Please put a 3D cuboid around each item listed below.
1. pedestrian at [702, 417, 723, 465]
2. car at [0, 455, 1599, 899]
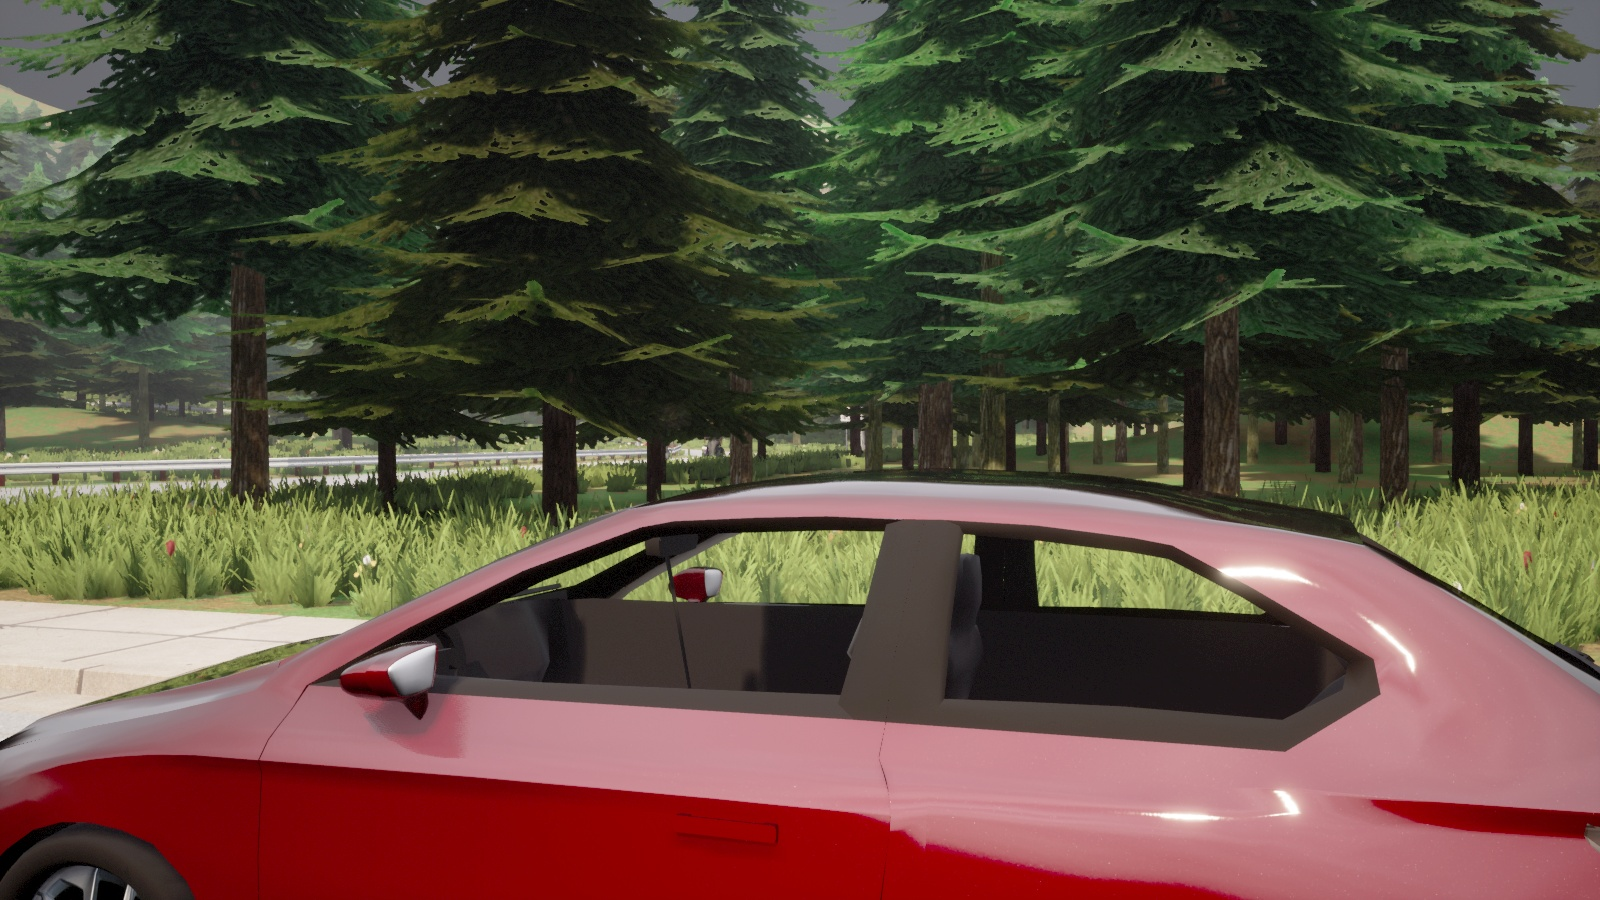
[{"bbox_3d":[-3.483,-0.351,49.938,0.563,1.883,0.849,0,1,15],"label":"pedestrian"},{"bbox_3d":[-0.113,0.788,3.231,4.193,1.474,1.816,1,1,19],"label":"car"}]
